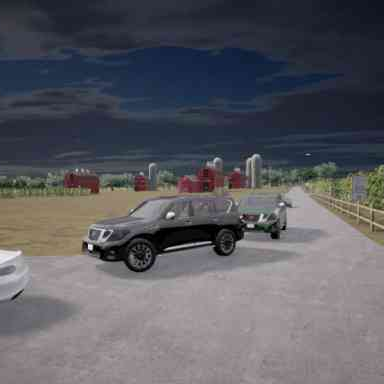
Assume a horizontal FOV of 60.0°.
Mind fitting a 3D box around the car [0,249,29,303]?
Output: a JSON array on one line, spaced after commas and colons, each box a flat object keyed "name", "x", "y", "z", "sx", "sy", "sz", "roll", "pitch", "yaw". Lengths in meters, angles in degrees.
[{"name": "car", "x": -5.547, "y": 1.618, "z": 6.005, "sx": 4.674, "sy": 1.442, "sz": 1.812, "roll": -2, "pitch": 1, "yaw": -17}]

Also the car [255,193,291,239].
[{"name": "car", "x": 3.496, "y": 1.071, "z": 16.805, "sx": 2.150, "sy": 2.045, "sz": 5.566, "roll": 0, "pitch": 0, "yaw": 21}]

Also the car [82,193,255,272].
[{"name": "car", "x": -0.676, "y": 1.143, "z": 10.947, "sx": 5.566, "sy": 2.045, "sz": 2.150, "roll": -1, "pitch": 1, "yaw": -39}]
